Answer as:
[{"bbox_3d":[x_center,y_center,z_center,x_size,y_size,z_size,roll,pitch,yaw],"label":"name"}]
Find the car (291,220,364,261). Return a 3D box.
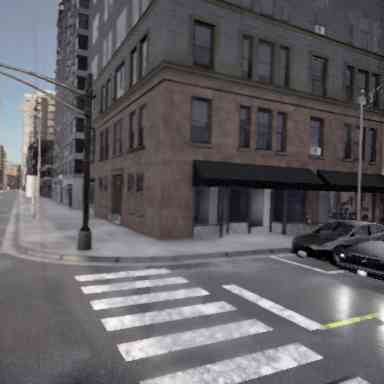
[{"bbox_3d":[5.564,1.711,11.926,4.313,1.339,1.947,2,0,-28],"label":"car"}]

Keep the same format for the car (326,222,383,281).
[{"bbox_3d":[6.671,1.733,9.642,5.357,1.411,2.033,2,0,-28],"label":"car"}]
